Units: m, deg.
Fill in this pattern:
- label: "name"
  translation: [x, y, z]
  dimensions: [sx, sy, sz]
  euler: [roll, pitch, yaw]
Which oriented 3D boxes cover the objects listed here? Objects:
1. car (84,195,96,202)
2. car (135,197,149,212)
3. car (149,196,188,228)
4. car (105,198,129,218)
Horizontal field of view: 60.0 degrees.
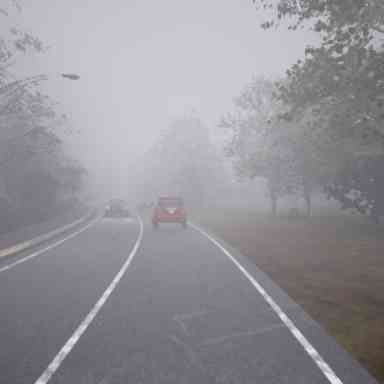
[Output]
- label: "car"
  translation: [-21.408, 1.315, 69.872]
  dimensions: [2.128, 1.511, 4.902]
  euler: [2, -1, -25]
- label: "car"
  translation: [-5.643, 1.445, 40.367]
  dimensions: [2.097, 1.767, 4.553]
  euler: [1, 0, -16]
- label: "car"
  translation: [-1.630, 1.291, 22.790]
  dimensions: [2.150, 2.045, 5.566]
  euler: [1, 0, -8]
- label: "car"
  translation: [-6.944, 1.373, 30.793]
  dimensions: [2.097, 1.767, 4.553]
  euler: [1, 0, -13]
